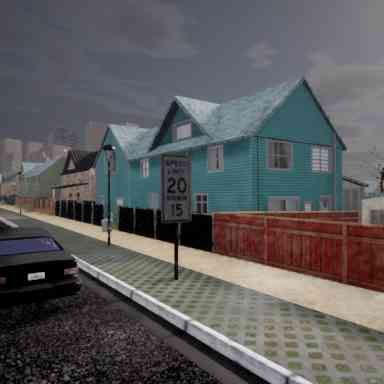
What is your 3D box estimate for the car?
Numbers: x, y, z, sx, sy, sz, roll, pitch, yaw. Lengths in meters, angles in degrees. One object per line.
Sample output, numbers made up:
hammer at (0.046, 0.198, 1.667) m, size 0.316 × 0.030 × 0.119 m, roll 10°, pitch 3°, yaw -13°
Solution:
car at (-4.239, 1.551, 7.983) m, size 2.033 × 1.411 × 5.357 m, roll 0°, pitch 0°, yaw -36°
